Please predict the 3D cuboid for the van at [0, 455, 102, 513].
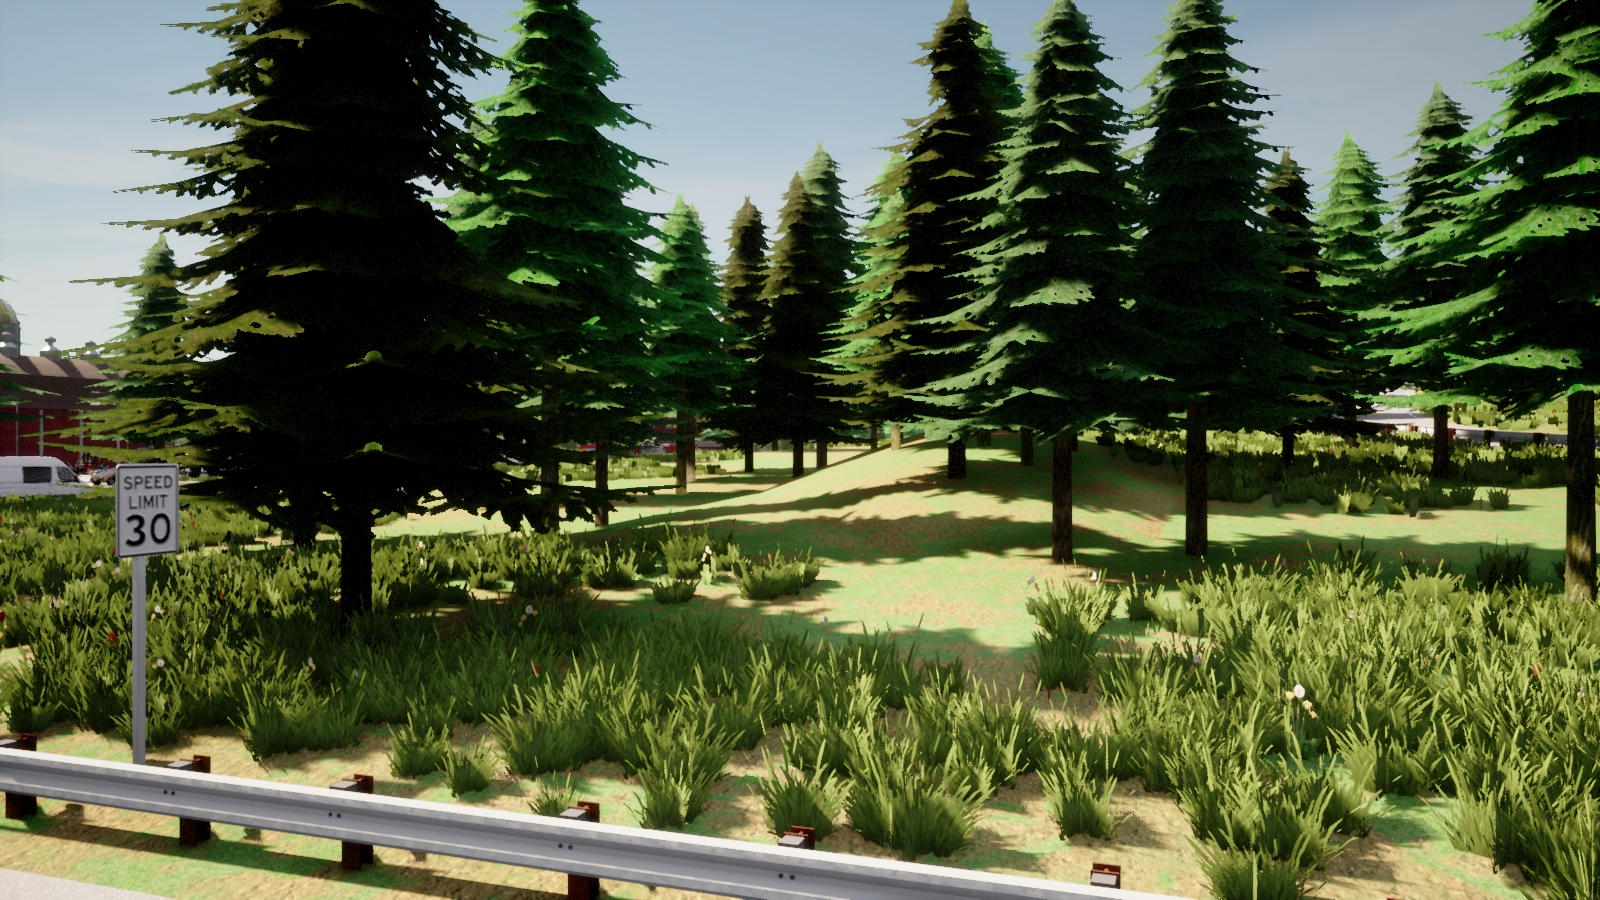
[{"bbox_3d":[-35.944,1.538,53.271,1.988,2.561,5.915,0,0,19],"label":"van"}]
